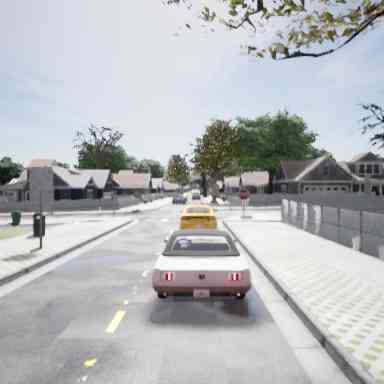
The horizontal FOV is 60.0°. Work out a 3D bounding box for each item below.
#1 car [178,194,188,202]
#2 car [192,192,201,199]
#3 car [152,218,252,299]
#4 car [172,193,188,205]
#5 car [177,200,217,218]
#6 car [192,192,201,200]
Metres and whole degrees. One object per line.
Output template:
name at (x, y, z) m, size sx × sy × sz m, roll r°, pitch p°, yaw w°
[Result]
car at (-1.829, 1.222, 69.237) m, size 2.033 × 1.411 × 5.357 m, roll 0°, pitch 0°, yaw 1°
car at (1.140, 0.797, 85.339) m, size 2.097 × 1.767 × 4.553 m, roll 0°, pitch 0°, yaw 1°
car at (0.209, 1.579, 8.366) m, size 1.895 × 1.301 × 4.718 m, roll 0°, pitch 0°, yaw 1°
car at (-2.113, 1.110, 54.064) m, size 2.097 × 1.767 × 4.553 m, roll 0°, pitch 0°, yaw 1°
car at (0.330, 1.420, 18.014) m, size 1.882 × 1.535 × 5.008 m, roll 0°, pitch 0°, yaw 1°
car at (1.000, 1.172, 74.951) m, size 2.128 × 1.511 × 4.902 m, roll 0°, pitch 0°, yaw 1°
